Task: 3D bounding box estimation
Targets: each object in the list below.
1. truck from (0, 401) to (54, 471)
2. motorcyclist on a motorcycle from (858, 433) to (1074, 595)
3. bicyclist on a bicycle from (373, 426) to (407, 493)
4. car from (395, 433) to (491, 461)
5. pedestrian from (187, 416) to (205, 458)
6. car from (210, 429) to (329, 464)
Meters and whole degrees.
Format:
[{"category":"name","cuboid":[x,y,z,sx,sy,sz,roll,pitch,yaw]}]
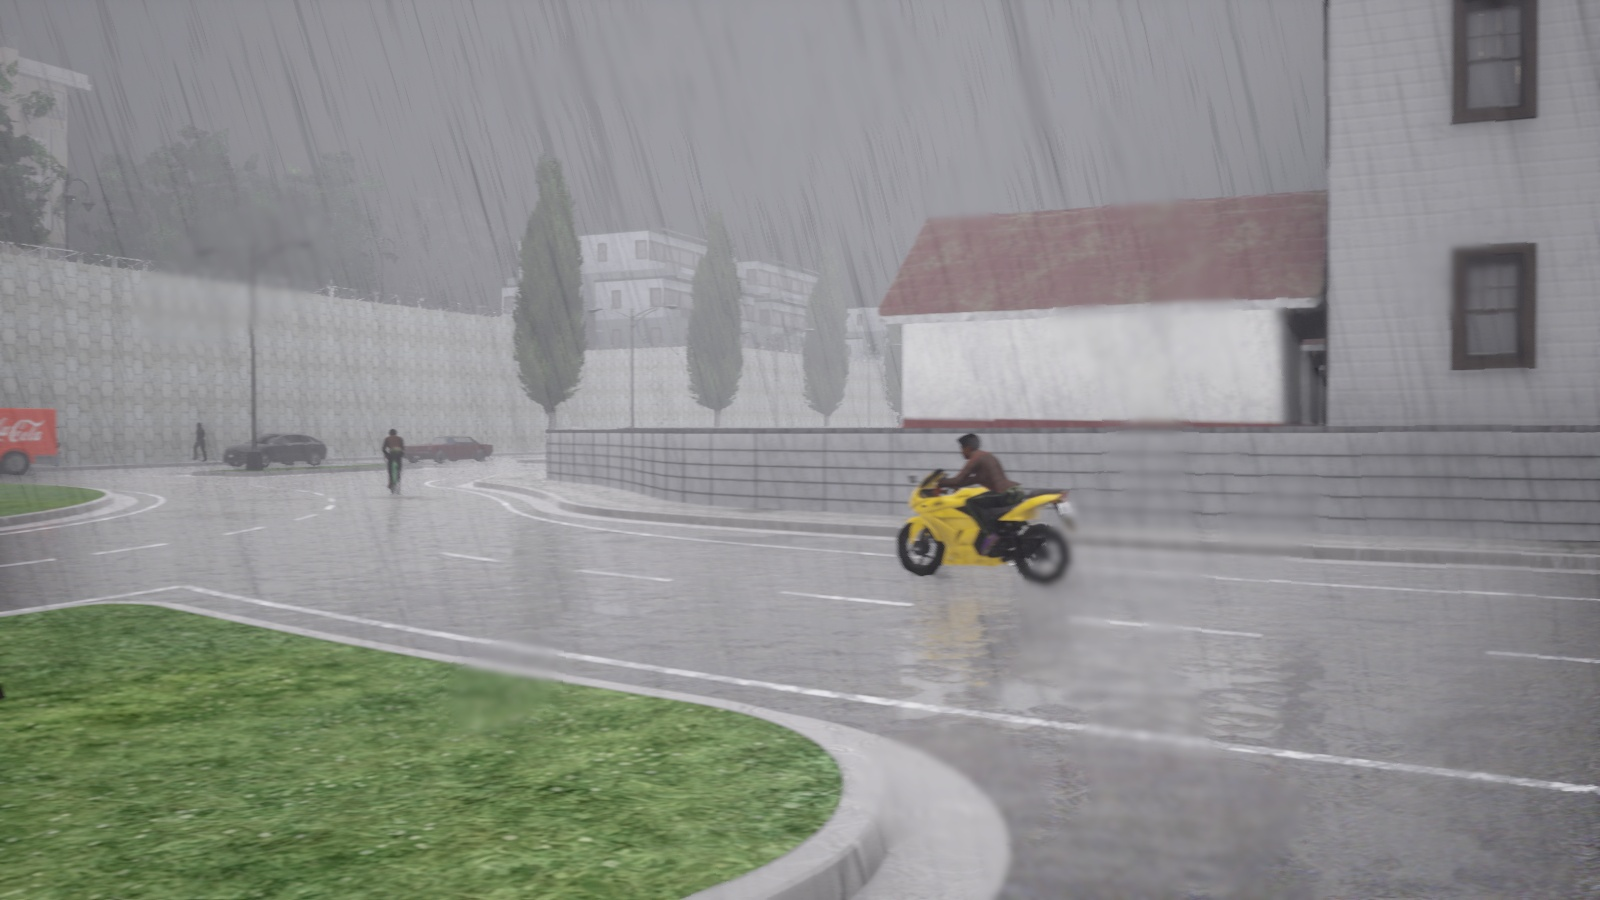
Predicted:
[{"category":"truck","cuboid":[-30.154,-0.523,45.195,5.204,2.467,2.627,-1,2,-44]},{"category":"motorcyclist on a motorcycle","cuboid":[1.670,0.600,12.840,2.044,1.523,0.797,1,1,37]},{"category":"bicyclist on a bicycle","cuboid":[-10.187,0.223,31.169,0.582,1.620,1.656,0,1,-26]},{"category":"car","cuboid":[-17.327,-0.155,61.204,1.895,1.301,4.718,1,1,25]},{"category":"pedestrian","cuboid":[-27.987,-0.589,58.190,0.395,1.930,0.692,1,1,21]},{"category":"car","cuboid":[-23.586,-0.187,56.046,1.837,1.490,4.892,1,1,25]}]
